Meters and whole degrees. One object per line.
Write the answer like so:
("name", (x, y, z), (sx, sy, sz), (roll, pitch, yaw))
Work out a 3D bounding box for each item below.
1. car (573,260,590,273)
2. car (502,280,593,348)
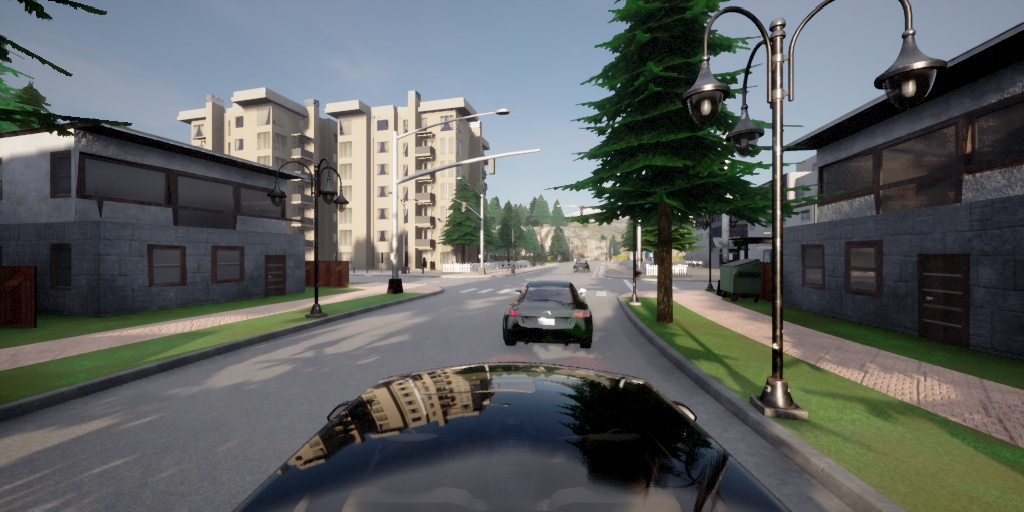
("car", (8.733, 1.276, 44.861), (2.128, 1.511, 4.902), (0, 0, 14))
("car", (0.994, 1.314, 9.313), (1.994, 1.385, 4.181), (0, 0, 8))
